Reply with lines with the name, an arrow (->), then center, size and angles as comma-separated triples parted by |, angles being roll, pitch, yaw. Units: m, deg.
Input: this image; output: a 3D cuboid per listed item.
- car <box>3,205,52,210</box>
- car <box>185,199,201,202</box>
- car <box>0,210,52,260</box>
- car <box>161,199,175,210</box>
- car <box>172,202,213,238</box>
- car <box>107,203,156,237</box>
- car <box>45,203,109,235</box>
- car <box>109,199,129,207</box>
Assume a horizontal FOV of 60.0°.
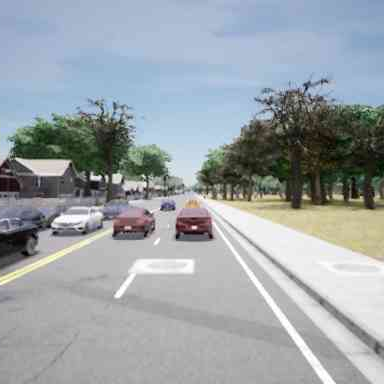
car -> -9.744, 1.561, 18.328 | 1.994, 1.385, 4.181 | 0, 5, 0
car -> 0.112, 1.630, 44.424 | 1.882, 1.535, 5.008 | 0, 0, 0
car -> -6.599, 1.532, 10.476 | 2.128, 1.511, 4.902 | 0, 0, 0
car -> -3.135, 1.678, 44.480 | 1.812, 1.442, 4.674 | 0, 0, 0
car -> 0.106, 1.545, 18.270 | 1.882, 1.535, 5.008 | 0, 0, 0
car -> -3.144, 1.594, 18.578 | 1.812, 1.442, 4.674 | 0, 0, 0
car -> -6.579, 1.598, 19.637 | 1.812, 1.442, 4.674 | 0, 0, 0
car -> -6.552, 1.456, 29.265 | 2.097, 1.767, 4.553 | 0, 0, 0
